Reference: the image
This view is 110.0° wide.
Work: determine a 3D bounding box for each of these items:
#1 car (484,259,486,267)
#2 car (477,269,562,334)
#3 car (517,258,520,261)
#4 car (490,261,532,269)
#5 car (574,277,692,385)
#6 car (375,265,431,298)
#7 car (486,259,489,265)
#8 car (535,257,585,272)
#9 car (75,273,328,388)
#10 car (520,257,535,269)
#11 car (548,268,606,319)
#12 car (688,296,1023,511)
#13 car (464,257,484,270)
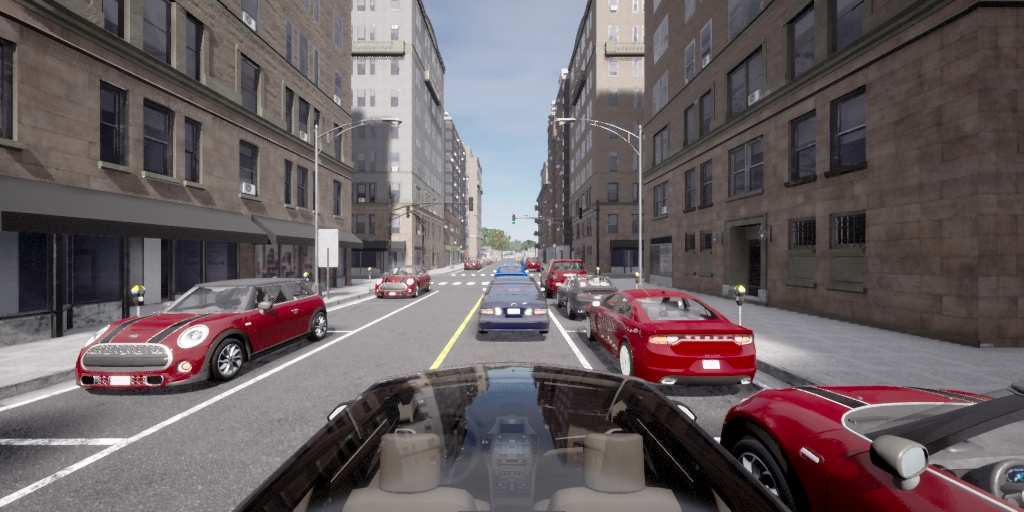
[{"bbox_3d":[-5.610,1.312,56.358,1.948,1.339,4.313,0,0,0],"label":"car"},{"bbox_3d":[0.047,1.297,10.617,2.033,1.411,5.357,0,0,0],"label":"car"},{"bbox_3d":[2.474,1.060,61.893,2.192,1.841,5.009,0,0,0],"label":"car"},{"bbox_3d":[-0.064,1.227,20.436,1.882,1.535,5.008,0,0,0],"label":"car"},{"bbox_3d":[2.621,1.295,6.961,1.888,1.381,4.507,0,0,0],"label":"car"},{"bbox_3d":[-5.445,1.189,18.296,1.967,1.591,4.097,0,0,0],"label":"car"},{"bbox_3d":[-5.628,1.296,61.862,2.007,1.370,4.403,0,0,0],"label":"car"},{"bbox_3d":[2.580,1.064,18.325,2.192,1.841,5.009,0,0,0],"label":"car"},{"bbox_3d":[-5.404,1.190,6.931,1.967,1.591,4.097,0,0,0],"label":"car"},{"bbox_3d":[2.546,1.062,45.381,2.192,1.841,5.009,0,0,0],"label":"car"},{"bbox_3d":[2.601,1.300,12.643,2.007,1.370,4.403,0,0,0],"label":"car"},{"bbox_3d":[2.642,1.190,1.279,1.967,1.591,4.097,0,0,0],"label":"car"},{"bbox_3d":[-5.593,1.061,50.855,2.192,1.841,5.009,0,0,0],"label":"car"}]
